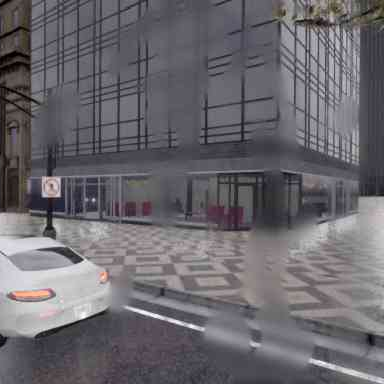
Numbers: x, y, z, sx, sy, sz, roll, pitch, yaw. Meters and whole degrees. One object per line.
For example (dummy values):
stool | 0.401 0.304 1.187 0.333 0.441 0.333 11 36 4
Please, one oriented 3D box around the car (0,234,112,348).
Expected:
car | -3.453 1.524 6.143 4.674 1.442 1.812 0 0 35
